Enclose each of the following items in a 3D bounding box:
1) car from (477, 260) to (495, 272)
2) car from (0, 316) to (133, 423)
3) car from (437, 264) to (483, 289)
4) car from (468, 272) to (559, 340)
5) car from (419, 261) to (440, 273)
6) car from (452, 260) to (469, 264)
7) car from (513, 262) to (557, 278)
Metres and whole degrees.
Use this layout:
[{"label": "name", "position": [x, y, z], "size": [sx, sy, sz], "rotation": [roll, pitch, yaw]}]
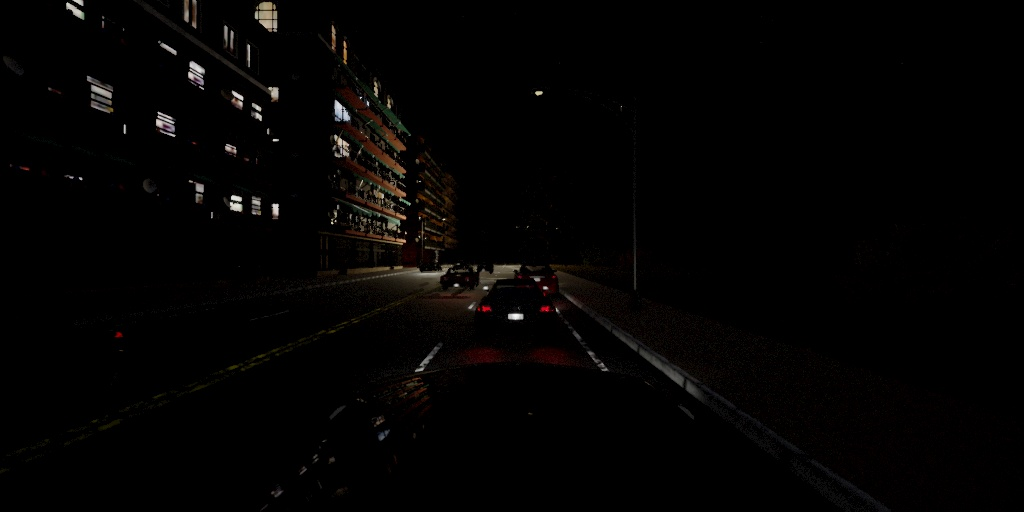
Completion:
[{"label": "car", "position": [-3.123, 1.257, 41.961], "size": [1.837, 1.490, 4.892], "rotation": [0, 0, 0]}, {"label": "car", "position": [-6.598, 1.314, 3.510], "size": [1.994, 1.385, 4.181], "rotation": [0, 0, 0]}, {"label": "car", "position": [-3.137, 1.353, 22.539], "size": [1.895, 1.301, 4.718], "rotation": [0, 0, 0]}, {"label": "car", "position": [0.100, 1.315, 9.976], "size": [1.994, 1.385, 4.181], "rotation": [0, 0, 0]}, {"label": "car", "position": [-9.821, 1.315, 43.355], "size": [1.994, 1.385, 4.181], "rotation": [0, 0, 0]}, {"label": "car", "position": [-6.569, 1.256, 46.348], "size": [1.837, 1.490, 4.892], "rotation": [0, 0, 0]}, {"label": "car", "position": [1.148, 1.103, 18.556], "size": [2.097, 1.767, 4.553], "rotation": [0, 0, 0]}]
